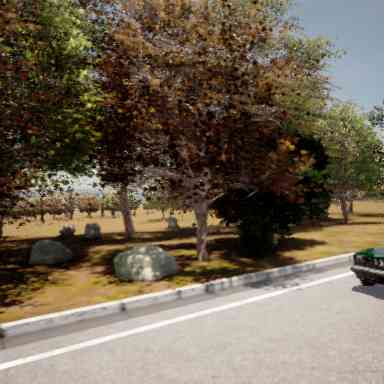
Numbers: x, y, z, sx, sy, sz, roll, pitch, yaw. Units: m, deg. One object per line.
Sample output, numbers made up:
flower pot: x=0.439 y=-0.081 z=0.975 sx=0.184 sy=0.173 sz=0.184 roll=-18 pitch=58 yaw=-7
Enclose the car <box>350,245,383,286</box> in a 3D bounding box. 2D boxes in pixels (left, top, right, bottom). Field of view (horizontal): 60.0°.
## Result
car: x=5.943 y=1.583 z=8.150 sx=4.718 sy=1.301 sz=1.895 roll=0 pitch=0 yaw=-35
